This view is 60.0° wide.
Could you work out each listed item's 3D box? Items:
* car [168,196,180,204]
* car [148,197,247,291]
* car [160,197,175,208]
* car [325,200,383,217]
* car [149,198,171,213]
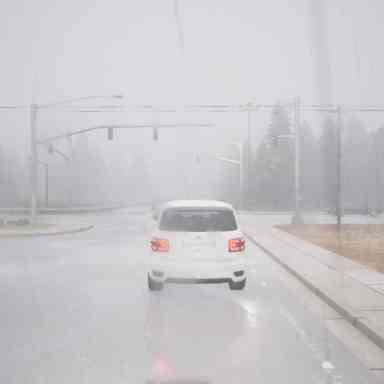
[{"bbox_3d":[-3.505,1.564,64.182,1.994,1.385,4.181,0,0,1],"label":"car"},{"bbox_3d":[0.062,1.218,9.178,2.150,2.045,5.566,0,0,-2],"label":"car"},{"bbox_3d":[-3.608,1.563,50.435,1.994,1.385,4.181,0,0,0],"label":"car"},{"bbox_3d":[14.882,1.518,30.593,4.902,1.511,2.128,0,0,1],"label":"car"},{"bbox_3d":[-3.613,1.492,38.307,2.128,1.511,4.902,0,0,0],"label":"car"}]
